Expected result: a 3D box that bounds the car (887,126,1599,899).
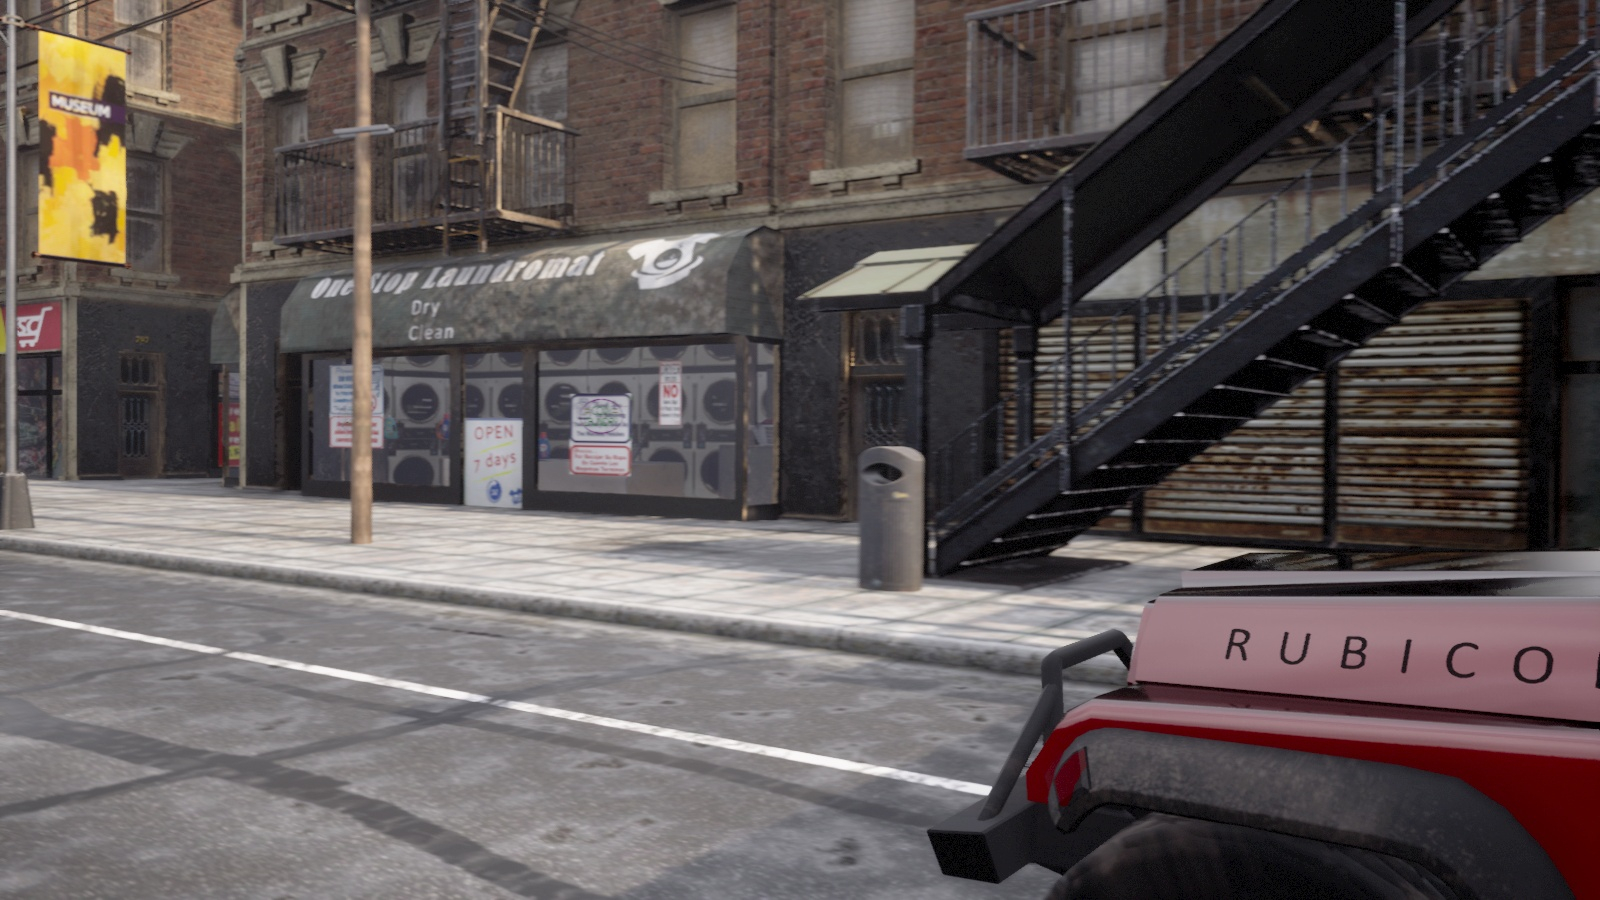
[{"bbox_3d":[2.308,0.478,2.083,3.866,1.878,1.905,0,1,34],"label":"car"}]
